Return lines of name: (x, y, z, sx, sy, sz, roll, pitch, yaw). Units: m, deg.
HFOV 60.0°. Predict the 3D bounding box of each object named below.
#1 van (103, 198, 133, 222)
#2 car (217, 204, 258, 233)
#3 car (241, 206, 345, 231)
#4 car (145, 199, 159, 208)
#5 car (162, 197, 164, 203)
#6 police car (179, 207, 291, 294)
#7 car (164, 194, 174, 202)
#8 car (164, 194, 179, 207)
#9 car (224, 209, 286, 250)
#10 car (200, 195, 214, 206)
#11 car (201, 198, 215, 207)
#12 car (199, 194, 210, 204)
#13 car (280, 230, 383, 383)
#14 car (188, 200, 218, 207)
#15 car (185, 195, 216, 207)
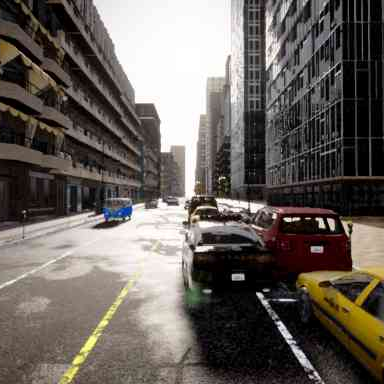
van: (-5.734, 1.362, 26.096, 1.690, 1.788, 3.998, 1, 0, 0)
car: (2.655, 1.558, 20.591, 1.887, 1.381, 4.507, 1, 0, 0)
car: (2.684, 1.320, 9.545, 2.192, 1.841, 5.009, 1, 0, 0)
car: (-5.789, 1.648, 48.186, 1.802, 1.307, 4.206, 1, 0, 0)
car: (-5.851, 1.697, 75.800, 1.887, 1.381, 4.507, 1, 0, 0)
police car: (0.718, 1.429, 8.957, 1.930, 1.638, 5.238, 0, 0, -4)
car: (-5.874, 1.514, 86.847, 2.192, 1.841, 5.009, 1, 0, 0)
car: (-3.124, 1.561, 54.671, 1.882, 1.535, 5.008, 0, 0, 0)
car: (2.668, 1.574, 15.067, 1.947, 1.339, 4.313, 1, 0, 0)
car: (2.570, 1.412, 59.251, 2.192, 1.841, 5.009, 1, 0, 0)
car: (2.579, 1.647, 53.727, 1.947, 1.339, 4.313, 1, 0, 0)
car: (2.544, 1.447, 70.297, 2.192, 1.841, 5.009, 1, 0, 0)
car: (2.693, 1.527, 4.193, 1.752, 1.417, 4.829, 1, 0, 0)
car: (0.810, 1.468, 19.086, 1.801, 1.575, 5.366, 0, 0, 0)
car: (0.772, 1.241, 24.948, 2.150, 2.045, 5.566, 0, 0, -1)
